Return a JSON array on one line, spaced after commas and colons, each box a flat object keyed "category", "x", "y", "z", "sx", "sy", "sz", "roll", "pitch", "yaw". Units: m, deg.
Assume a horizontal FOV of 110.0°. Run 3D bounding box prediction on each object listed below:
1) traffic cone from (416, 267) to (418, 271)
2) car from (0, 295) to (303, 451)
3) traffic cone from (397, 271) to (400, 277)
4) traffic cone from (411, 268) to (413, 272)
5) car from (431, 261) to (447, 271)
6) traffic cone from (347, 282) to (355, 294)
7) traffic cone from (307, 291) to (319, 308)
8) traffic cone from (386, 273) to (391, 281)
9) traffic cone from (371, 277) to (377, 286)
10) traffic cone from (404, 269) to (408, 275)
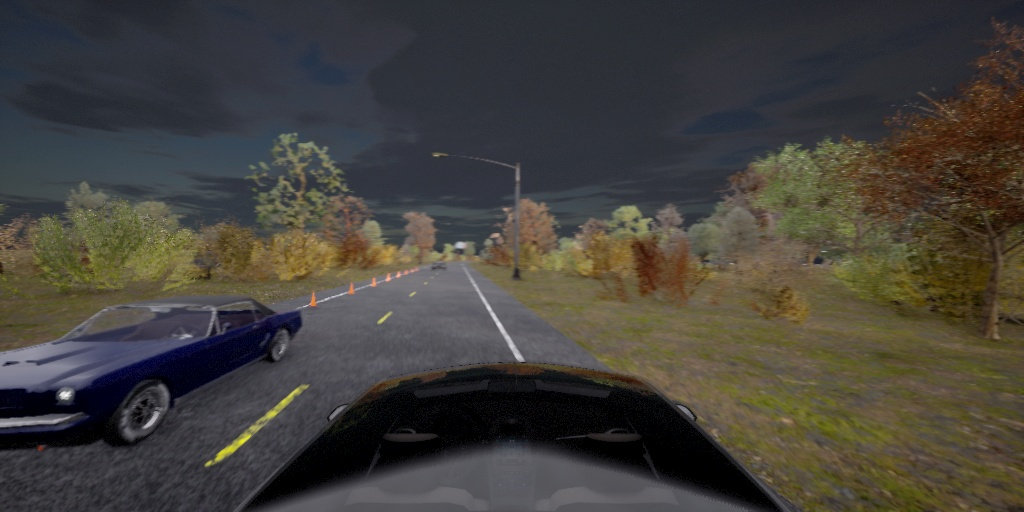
[{"category": "traffic cone", "x": -12.821, "y": 1.707, "z": 48.281, "sx": 0.340, "sy": 0.580, "sz": 0.340, "roll": 0, "pitch": 0, "yaw": -9}, {"category": "car", "x": -4.963, "y": 1.303, "z": 5.170, "sx": 1.895, "sy": 1.301, "sz": 4.718, "roll": 1, "pitch": 0, "yaw": -9}, {"category": "traffic cone", "x": -10.572, "y": 1.675, "z": 33.448, "sx": 0.340, "sy": 0.580, "sz": 0.340, "roll": 0, "pitch": 0, "yaw": -9}, {"category": "traffic cone", "x": -12.072, "y": 1.696, "z": 43.336, "sx": 0.340, "sy": 0.580, "sz": 0.340, "roll": 0, "pitch": 0, "yaw": -9}, {"category": "car", "x": -10.273, "y": 1.353, "z": 50.802, "sx": 1.994, "sy": 1.385, "sz": 4.181, "roll": 1, "pitch": 0, "yaw": -10}, {"category": "traffic cone", "x": -8.323, "y": 1.653, "z": 18.614, "sx": 0.340, "sy": 0.580, "sz": 0.340, "roll": 0, "pitch": 0, "yaw": -9}, {"category": "traffic cone", "x": -7.573, "y": 1.649, "z": 13.671, "sx": 0.340, "sy": 0.580, "sz": 0.340, "roll": 0, "pitch": 0, "yaw": -9}, {"category": "traffic cone", "x": -9.822, "y": 1.667, "z": 28.503, "sx": 0.340, "sy": 0.580, "sz": 0.340, "roll": 0, "pitch": 0, "yaw": -9}, {"category": "traffic cone", "x": -9.072, "y": 1.659, "z": 23.559, "sx": 0.340, "sy": 0.580, "sz": 0.340, "roll": 0, "pitch": 0, "yaw": -9}, {"category": "traffic cone", "x": -11.322, "y": 1.685, "z": 38.392, "sx": 0.340, "sy": 0.580, "sz": 0.340, "roll": 0, "pitch": 0, "yaw": -9}]
